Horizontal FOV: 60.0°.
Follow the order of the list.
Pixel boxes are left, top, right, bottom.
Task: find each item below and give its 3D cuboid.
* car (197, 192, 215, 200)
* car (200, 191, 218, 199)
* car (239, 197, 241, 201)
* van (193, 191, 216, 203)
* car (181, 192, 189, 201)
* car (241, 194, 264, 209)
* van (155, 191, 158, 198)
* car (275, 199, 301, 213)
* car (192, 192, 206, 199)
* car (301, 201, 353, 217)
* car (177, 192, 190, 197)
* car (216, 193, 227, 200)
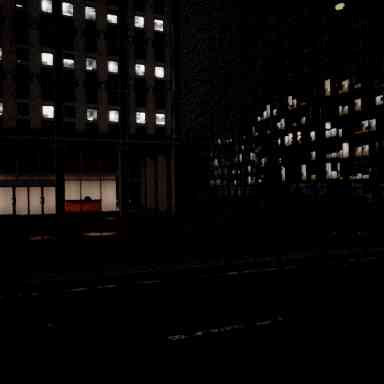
[{"bbox_3d":[2.919,0.879,69.861,1.882,1.535,5.008,-1,1,-21],"label":"car"},{"bbox_3d":[3.747,0.634,74.941,2.192,1.841,5.009,0,1,-21],"label":"car"},{"bbox_3d":[9.865,1.059,59.028,1.802,1.307,4.206,0,1,-21],"label":"car"},{"bbox_3d":[2.042,0.952,56.021,1.690,1.788,3.998,0,1,-21],"label":"van"},{"bbox_3d":[-2.036,1.056,66.634,2.008,1.369,4.403,0,1,-21],"label":"car"},{"bbox_3d":[8.108,1.332,40.090,1.947,1.339,4.313,0,1,-21],"label":"car"},{"bbox_3d":[-8.152,0.687,82.548,1.690,1.788,3.998,0,1,-21],"label":"van"},{"bbox_3d":[10.093,1.399,34.765,1.802,1.307,4.206,0,1,-21],"label":"car"},{"bbox_3d":[1.708,0.706,80.248,1.967,1.590,4.097,0,1,-21],"label":"car"},{"bbox_3d":[12.115,1.434,29.451,1.947,1.339,4.313,0,1,-21],"label":"car"},{"bbox_3d":[-2.369,0.710,90.859,2.008,1.369,4.403,0,1,-21],"label":"car"},{"bbox_3d":[5.787,0.954,69.639,1.802,1.307,4.206,0,1,-21],"label":"car"}]
